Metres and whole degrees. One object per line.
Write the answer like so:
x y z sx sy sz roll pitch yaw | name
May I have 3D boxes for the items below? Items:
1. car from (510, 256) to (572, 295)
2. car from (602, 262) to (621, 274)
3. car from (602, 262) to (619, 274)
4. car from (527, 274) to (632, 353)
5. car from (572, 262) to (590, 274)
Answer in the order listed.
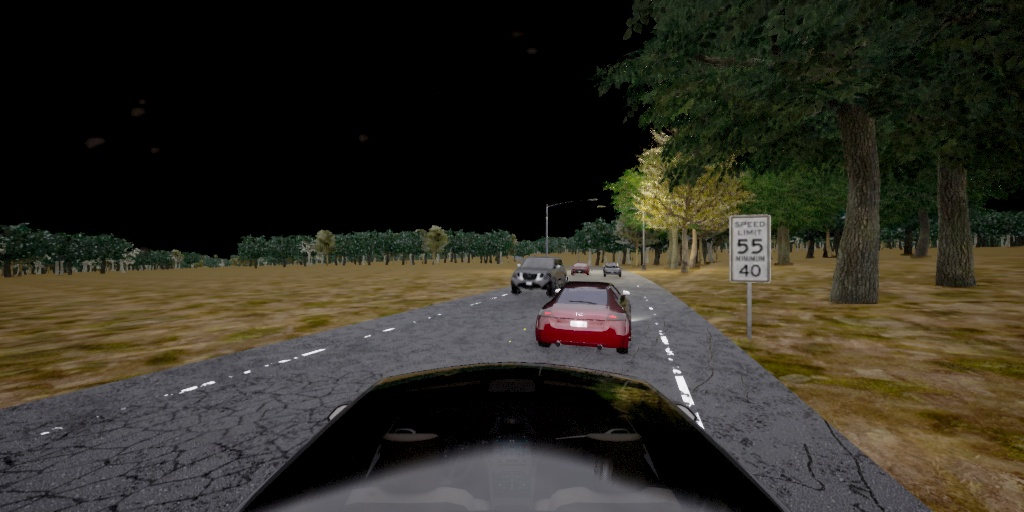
1.657 1.023 19.932 2.150 2.045 5.566 1 -1 18 | car
11.093 1.519 39.657 2.128 1.511 4.902 0 -1 15 | car
13.612 1.629 49.765 2.128 1.511 4.902 0 -1 14 | car
1.960 1.326 9.031 1.994 1.385 4.181 0 0 18 | car
8.187 1.520 42.559 1.882 1.535 5.008 0 -1 15 | car
